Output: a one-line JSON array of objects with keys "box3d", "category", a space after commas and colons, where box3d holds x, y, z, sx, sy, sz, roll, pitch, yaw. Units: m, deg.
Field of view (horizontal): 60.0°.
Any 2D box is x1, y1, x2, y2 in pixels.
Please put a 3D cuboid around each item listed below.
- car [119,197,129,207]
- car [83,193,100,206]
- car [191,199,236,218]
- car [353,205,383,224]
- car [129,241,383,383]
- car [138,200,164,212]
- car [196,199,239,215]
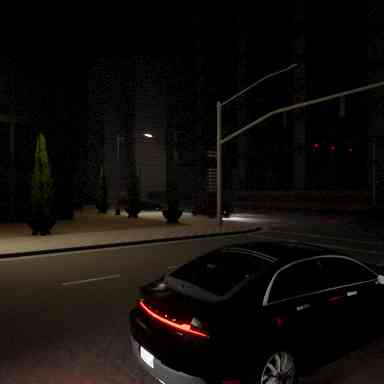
[{"box3d": [-9.945, 1.533, 53.250, 1.882, 1.535, 5.008, 0, 0, -36], "category": "car"}, {"box3d": [-17.896, 1.264, 58.377, 2.150, 2.045, 5.566, 0, 0, -36], "category": "car"}, {"box3d": [1.733, 1.619, 31.126, 1.994, 1.385, 4.181, 0, 0, -36], "category": "car"}, {"box3d": [14.208, 1.626, 23.621, 4.718, 1.301, 1.895, 0, 0, 36], "category": "car"}, {"box3d": [1.506, 1.505, 4.930, 4.892, 1.490, 1.837, 0, 0, -35], "category": "car"}, {"box3d": [-5.343, 1.656, 40.893, 1.895, 1.301, 4.718, 0, 0, -36], "category": "car"}, {"box3d": [2.667, 1.560, 35.801, 1.837, 1.490, 4.892, 0, 0, -36], "category": "car"}]
